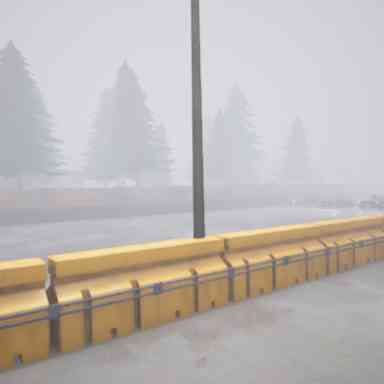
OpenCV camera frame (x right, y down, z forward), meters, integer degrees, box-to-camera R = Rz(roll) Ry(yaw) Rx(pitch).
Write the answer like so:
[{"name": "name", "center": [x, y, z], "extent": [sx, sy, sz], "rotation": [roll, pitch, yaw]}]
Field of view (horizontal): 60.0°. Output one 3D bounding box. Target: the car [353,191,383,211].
[{"name": "car", "center": [16.583, 0.893, 29.617], "extent": [4.718, 1.301, 1.895], "rotation": [-2, 1, -41]}]

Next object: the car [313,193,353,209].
[{"name": "car", "center": [13.880, 0.876, 31.945], "extent": [4.181, 1.385, 1.994], "rotation": [-2, 1, -41]}]

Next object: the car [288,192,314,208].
[{"name": "car", "center": [12.037, 0.798, 34.967], "extent": [4.902, 1.511, 2.128], "rotation": [-2, 1, -41]}]
